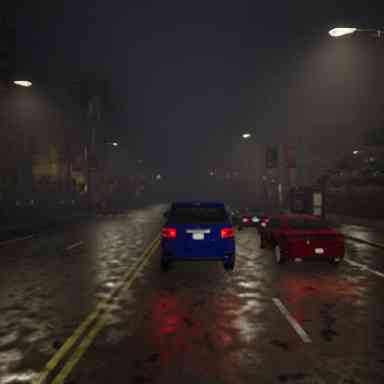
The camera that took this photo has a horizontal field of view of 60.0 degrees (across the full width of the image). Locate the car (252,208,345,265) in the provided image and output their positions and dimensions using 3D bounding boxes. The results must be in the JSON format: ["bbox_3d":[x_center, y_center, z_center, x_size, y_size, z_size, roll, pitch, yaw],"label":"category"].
[{"bbox_3d":[3.680,1.562,12.090,1.882,1.535,5.008,0,0,0],"label":"car"}]

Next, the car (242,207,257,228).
[{"bbox_3d":[3.730,1.698,21.905,2.033,1.411,5.357,0,0,0],"label":"car"}]

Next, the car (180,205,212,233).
[{"bbox_3d":[0.231,1.651,21.552,1.837,1.490,4.892,0,0,0],"label":"car"}]

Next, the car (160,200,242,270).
[{"bbox_3d":[0.167,1.296,11.431,2.150,2.045,5.566,0,-1,0],"label":"car"}]
